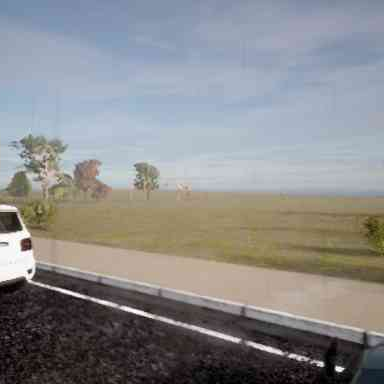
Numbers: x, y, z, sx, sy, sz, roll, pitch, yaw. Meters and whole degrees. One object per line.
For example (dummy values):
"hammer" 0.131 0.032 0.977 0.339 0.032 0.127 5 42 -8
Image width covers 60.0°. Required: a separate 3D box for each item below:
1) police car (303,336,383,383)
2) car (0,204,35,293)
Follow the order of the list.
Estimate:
"police car" 3.024 1.496 1.404 4.974 1.542 2.038 0 0 36
"car" -5.957 1.272 7.810 5.566 2.045 2.150 0 0 36
